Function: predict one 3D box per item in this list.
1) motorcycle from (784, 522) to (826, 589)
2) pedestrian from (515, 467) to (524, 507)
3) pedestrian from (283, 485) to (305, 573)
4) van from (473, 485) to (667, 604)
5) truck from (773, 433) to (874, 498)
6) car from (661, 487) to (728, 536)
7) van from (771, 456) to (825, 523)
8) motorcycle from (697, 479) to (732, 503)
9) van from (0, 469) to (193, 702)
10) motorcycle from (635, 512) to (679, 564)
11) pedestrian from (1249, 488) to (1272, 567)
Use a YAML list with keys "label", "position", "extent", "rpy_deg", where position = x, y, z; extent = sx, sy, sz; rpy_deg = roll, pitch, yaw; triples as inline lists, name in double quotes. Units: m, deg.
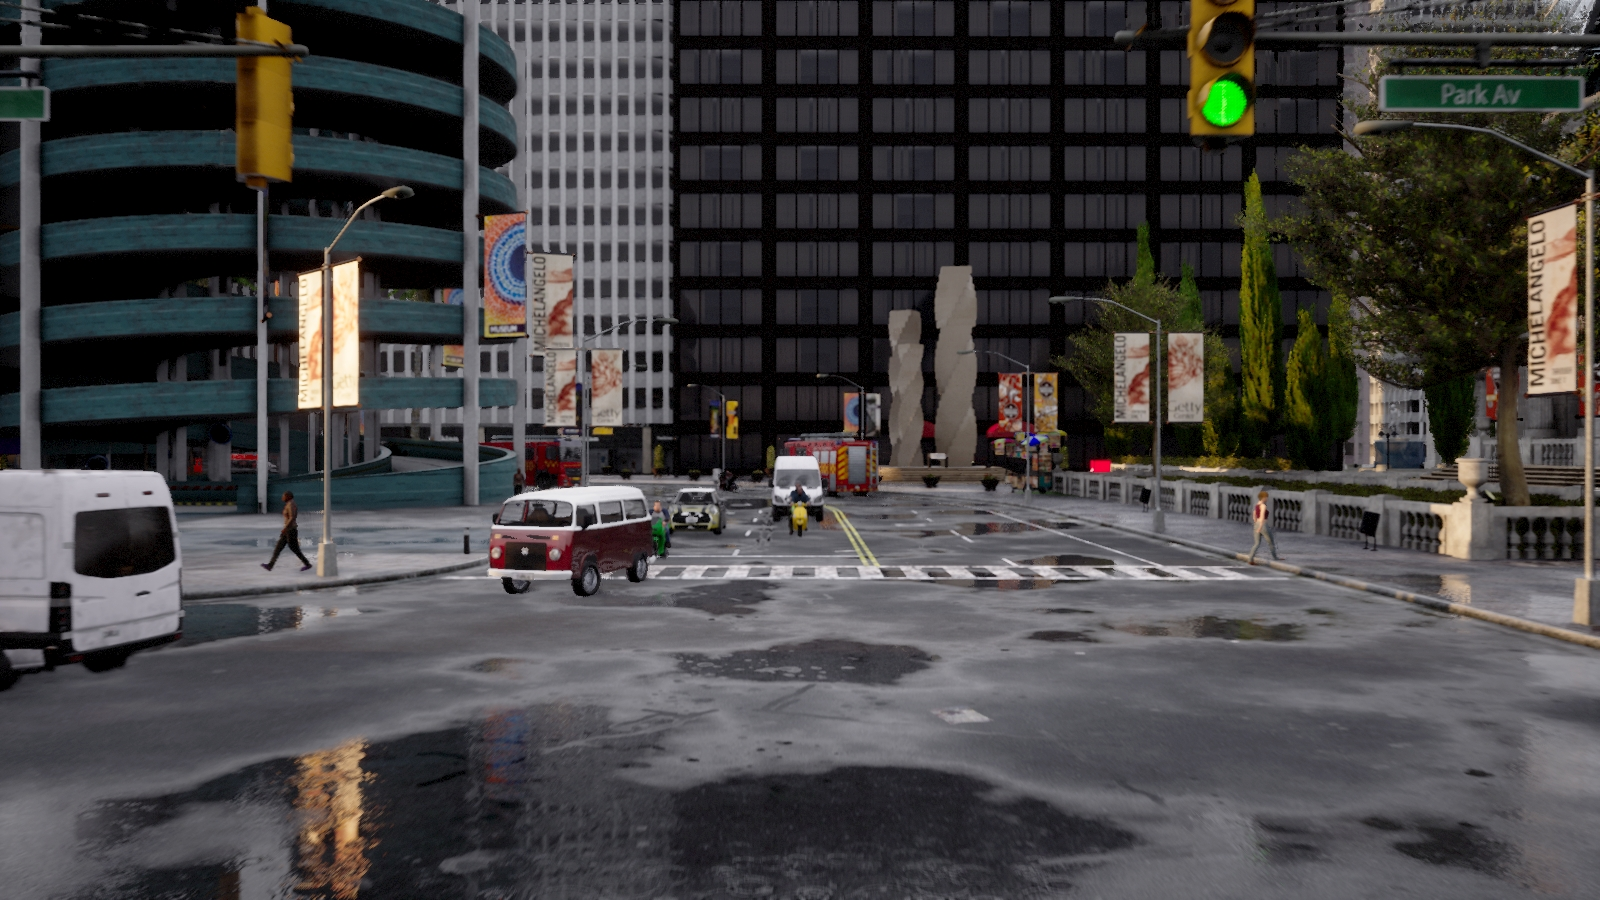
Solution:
- label: "motorcycle"
  position: [0.102, 2.185, 23.999]
  extent: [0.856, 1.236, 1.805]
  rpy_deg: [0, 0, 0]
- label: "pedestrian"
  position: [-12.967, 1.703, 52.768]
  extent: [0.375, 1.860, 0.375]
  rpy_deg: [0, 0, -9]
- label: "pedestrian"
  position: [-10.896, 1.701, 24.603]
  extent: [0.375, 1.860, 0.375]
  rpy_deg: [0, 0, -33]
- label: "van"
  position: [-4.517, 1.789, 23.226]
  extent: [2.069, 2.038, 4.480]
  rpy_deg: [0, 0, 15]
- label: "truck"
  position: [1.323, 0.900, 71.537]
  extent: [2.891, 3.827, 8.468]
  rpy_deg: [0, 0, -25]
- label: "car"
  position: [-3.542, 2.070, 39.000]
  extent: [1.970, 1.475, 3.806]
  rpy_deg: [0, 0, 0]
- label: "van"
  position: [-0.154, 1.541, 46.952]
  extent: [1.988, 2.561, 5.915]
  rpy_deg: [0, 0, -2]
- label: "motorcycle"
  position: [-4.650, 2.213, 61.894]
  extent: [0.867, 1.251, 2.209]
  rpy_deg: [0, 0, -34]
- label: "van"
  position: [-10.930, 1.536, 14.361]
  extent: [5.915, 2.561, 1.988]
  rpy_deg: [0, 0, 12]
- label: "motorcycle"
  position: [-3.623, 2.217, 29.036]
  extent: [0.803, 1.145, 2.033]
  rpy_deg: [0, 0, 2]
- label: "pedestrian"
  position: [11.047, 1.848, 27.403]
  extent: [0.375, 1.860, 0.375]
  rpy_deg: [0, 0, -13]
